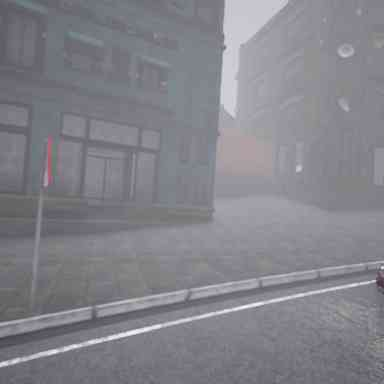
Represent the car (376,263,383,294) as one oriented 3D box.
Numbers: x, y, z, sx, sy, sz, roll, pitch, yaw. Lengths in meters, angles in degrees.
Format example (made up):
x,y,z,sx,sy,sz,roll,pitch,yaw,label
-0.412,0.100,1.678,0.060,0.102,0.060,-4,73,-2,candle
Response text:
x,y,z,sx,sy,sz,roll,pitch,yaw,label
6.055,1.552,7.081,4.674,1.442,1.812,0,-1,-26,car
